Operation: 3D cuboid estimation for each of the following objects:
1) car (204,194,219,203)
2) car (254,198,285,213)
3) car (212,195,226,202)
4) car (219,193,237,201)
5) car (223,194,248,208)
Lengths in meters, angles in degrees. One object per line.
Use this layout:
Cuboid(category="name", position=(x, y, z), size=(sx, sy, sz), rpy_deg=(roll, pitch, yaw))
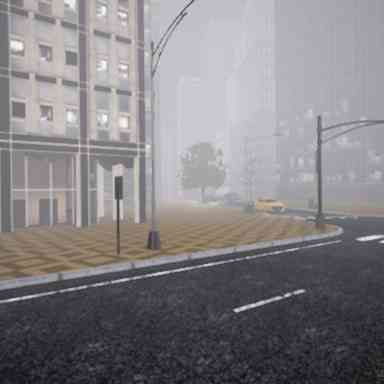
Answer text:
Cuboid(category="car", position=(3.815, 1.300, 68.031), size=(2.097, 1.767, 4.553), rpy_deg=(-1, 0, -7))
Cuboid(category="car", position=(8.071, 1.348, 34.985), size=(1.882, 1.535, 5.008), rpy_deg=(-1, 0, -8))
Cuboid(category="car", position=(6.038, 1.370, 74.136), size=(2.033, 1.411, 5.357), rpy_deg=(-1, 0, -7))
Cuboid(category="car", position=(7.391, 1.125, 63.839), size=(2.150, 2.045, 5.566), rpy_deg=(-1, 0, -7))
Cuboid(category="car", position=(6.387, 1.444, 47.809), size=(2.033, 1.411, 5.357), rpy_deg=(-1, 0, -7))
